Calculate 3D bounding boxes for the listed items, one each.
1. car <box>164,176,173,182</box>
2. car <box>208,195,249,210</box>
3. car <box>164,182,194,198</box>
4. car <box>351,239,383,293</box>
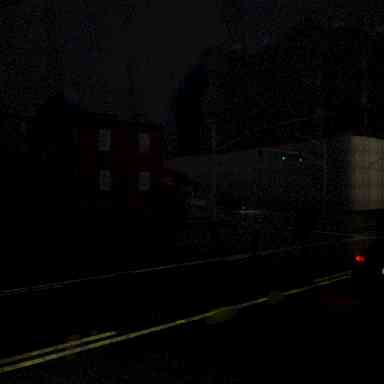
[{"bbox_3d":[-3.940,-1.919,55.059,1.812,1.442,4.674,0,12,-36],"label":"car"},{"bbox_3d":[3.999,1.105,37.592,2.033,1.411,5.357,0,5,-36],"label":"car"},{"bbox_3d":[-1.748,-0.077,45.642,1.895,1.301,4.718,0,9,-36],"label":"car"},{"bbox_3d":[5.579,1.564,7.732,4.181,1.385,1.994,0,0,-35],"label":"car"}]
